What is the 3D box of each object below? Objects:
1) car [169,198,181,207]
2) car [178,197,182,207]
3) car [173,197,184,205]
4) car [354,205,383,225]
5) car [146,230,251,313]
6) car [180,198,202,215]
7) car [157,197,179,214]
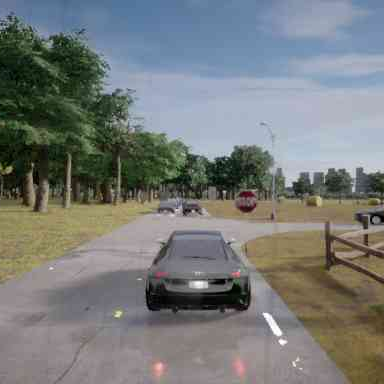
[{"bbox_3d":[-2.833,1.757,57.479,1.812,1.442,4.674,0,0,1],"label":"car"},{"bbox_3d":[-2.833,1.680,47.438,1.812,1.442,4.674,0,0,0],"label":"car"},{"bbox_3d":[-2.757,1.811,68.189,2.128,1.511,4.902,0,-1,0],"label":"car"},{"bbox_3d":[14.372,1.574,23.993,5.008,1.535,1.882,0,-2,0],"label":"car"},{"bbox_3d":[0.106,1.572,7.754,1.994,1.385,4.181,0,0,0],"label":"car"},{"bbox_3d":[0.025,1.577,34.209,1.837,1.490,4.892,-1,0,-2],"label":"car"},{"bbox_3d":[-2.821,1.640,37.700,2.033,1.411,5.357,0,0,-1],"label":"car"}]
